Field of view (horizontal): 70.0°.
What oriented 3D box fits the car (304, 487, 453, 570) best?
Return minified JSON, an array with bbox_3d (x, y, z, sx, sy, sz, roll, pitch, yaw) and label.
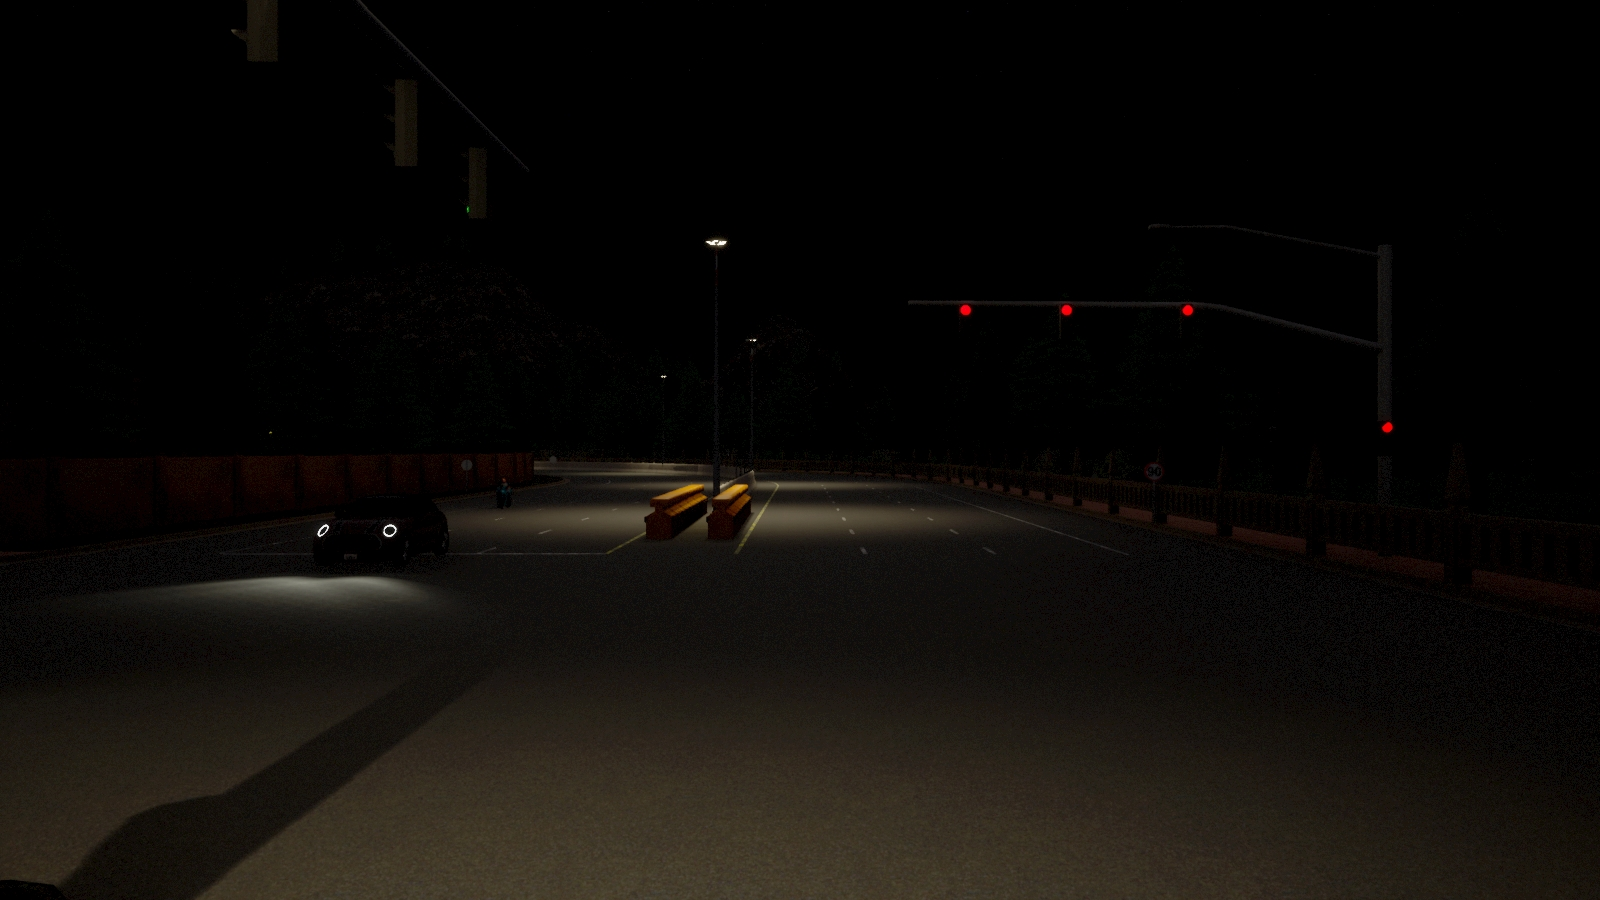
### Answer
[{"bbox_3d":[-10.504,1.906,28.861,2.097,1.767,4.553,0,0,0],"label":"car"}]
